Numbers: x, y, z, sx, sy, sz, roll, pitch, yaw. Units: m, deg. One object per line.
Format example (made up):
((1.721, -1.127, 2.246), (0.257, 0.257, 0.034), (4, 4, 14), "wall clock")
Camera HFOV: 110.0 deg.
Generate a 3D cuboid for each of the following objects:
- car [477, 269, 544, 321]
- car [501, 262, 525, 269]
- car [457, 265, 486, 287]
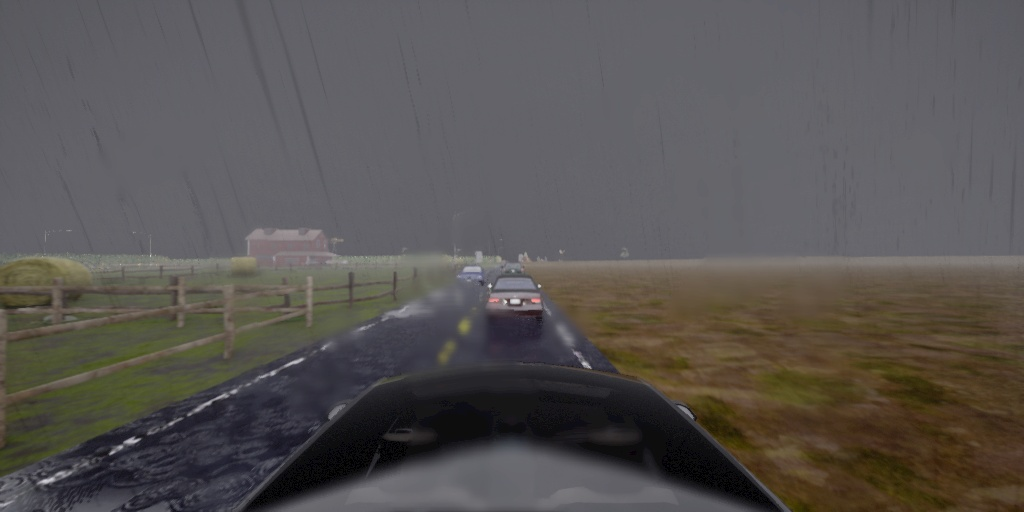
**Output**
((0.095, 1.360, 12.751), (2.033, 1.411, 5.357), (0, 0, 0), "car")
((0.101, 1.290, 32.378), (2.097, 1.767, 4.553), (0, 0, 0), "car")
((-2.846, 1.423, 26.420), (1.812, 1.442, 4.674), (0, 0, 0), "car")
